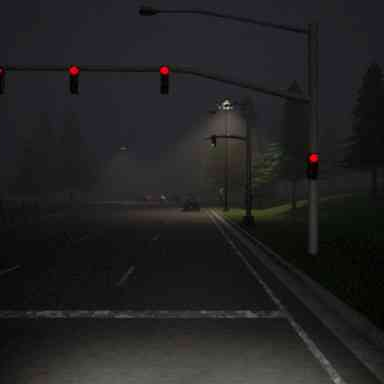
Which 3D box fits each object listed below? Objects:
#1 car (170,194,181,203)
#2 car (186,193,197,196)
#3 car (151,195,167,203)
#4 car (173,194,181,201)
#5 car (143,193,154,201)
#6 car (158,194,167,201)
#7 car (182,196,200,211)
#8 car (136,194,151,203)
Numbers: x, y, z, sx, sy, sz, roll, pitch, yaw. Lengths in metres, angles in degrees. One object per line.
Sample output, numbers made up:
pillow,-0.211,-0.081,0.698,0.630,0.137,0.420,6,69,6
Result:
car,-3.593,1.528,70.779,1.994,1.385,4.181,0,0,0
car,-0.092,1.200,70.397,2.150,2.045,5.566,0,0,0
car,-7.093,1.570,70.804,1.895,1.301,4.718,0,0,0
car,-3.606,1.291,80.782,1.882,1.535,5.008,0,0,0
car,-10.606,1.168,80.743,2.097,1.767,4.553,0,0,0
car,-7.106,1.337,80.778,1.812,1.442,4.674,0,0,0
car,-0.052,1.516,39.754,1.812,1.442,4.674,0,0,0
car,-10.592,1.514,70.353,2.033,1.411,5.357,0,0,0
